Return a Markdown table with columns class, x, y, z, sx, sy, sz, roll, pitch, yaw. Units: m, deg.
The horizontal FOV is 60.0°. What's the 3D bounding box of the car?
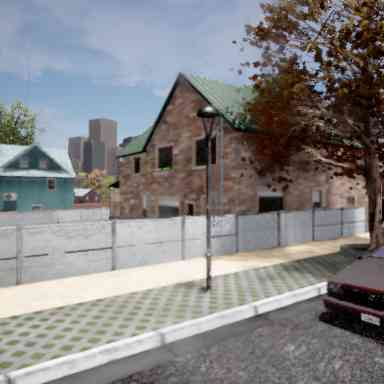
| class | x | y | z | sx | sy | sz | roll | pitch | yaw |
| --- | --- | --- | --- | --- | --- | --- | --- | --- | --- |
| car | 4.862 | 1.549 | 6.669 | 5.357 | 1.411 | 2.033 | 0 | 0 | -37 |
